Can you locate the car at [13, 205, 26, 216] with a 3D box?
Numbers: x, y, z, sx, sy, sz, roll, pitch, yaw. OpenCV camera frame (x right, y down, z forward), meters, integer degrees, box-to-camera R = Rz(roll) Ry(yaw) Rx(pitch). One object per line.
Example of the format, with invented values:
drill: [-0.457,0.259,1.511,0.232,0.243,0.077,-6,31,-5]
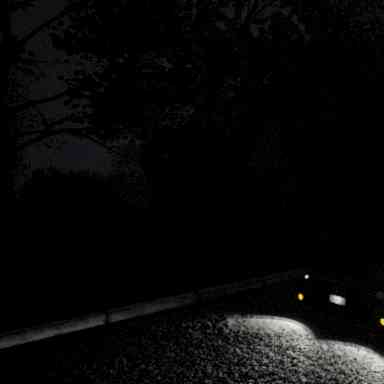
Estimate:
car: [-19.958,2.300,40.618,2.097,1.535,5.008,0,0,-36]

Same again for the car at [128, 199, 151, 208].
car: [-10.113,2.261,63.862,2.231,1.521,4.892,0,0,-36]

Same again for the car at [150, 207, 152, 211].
car: [-6.478,2.316,50.397,2.163,1.488,4.792,0,0,-36]

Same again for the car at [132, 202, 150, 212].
car: [-8.600,2.289,48.601,1.946,1.575,5.366,0,0,-36]

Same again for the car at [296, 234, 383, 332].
car: [3.971,1.564,6.555,4.181,1.385,1.994,0,0,-36]
